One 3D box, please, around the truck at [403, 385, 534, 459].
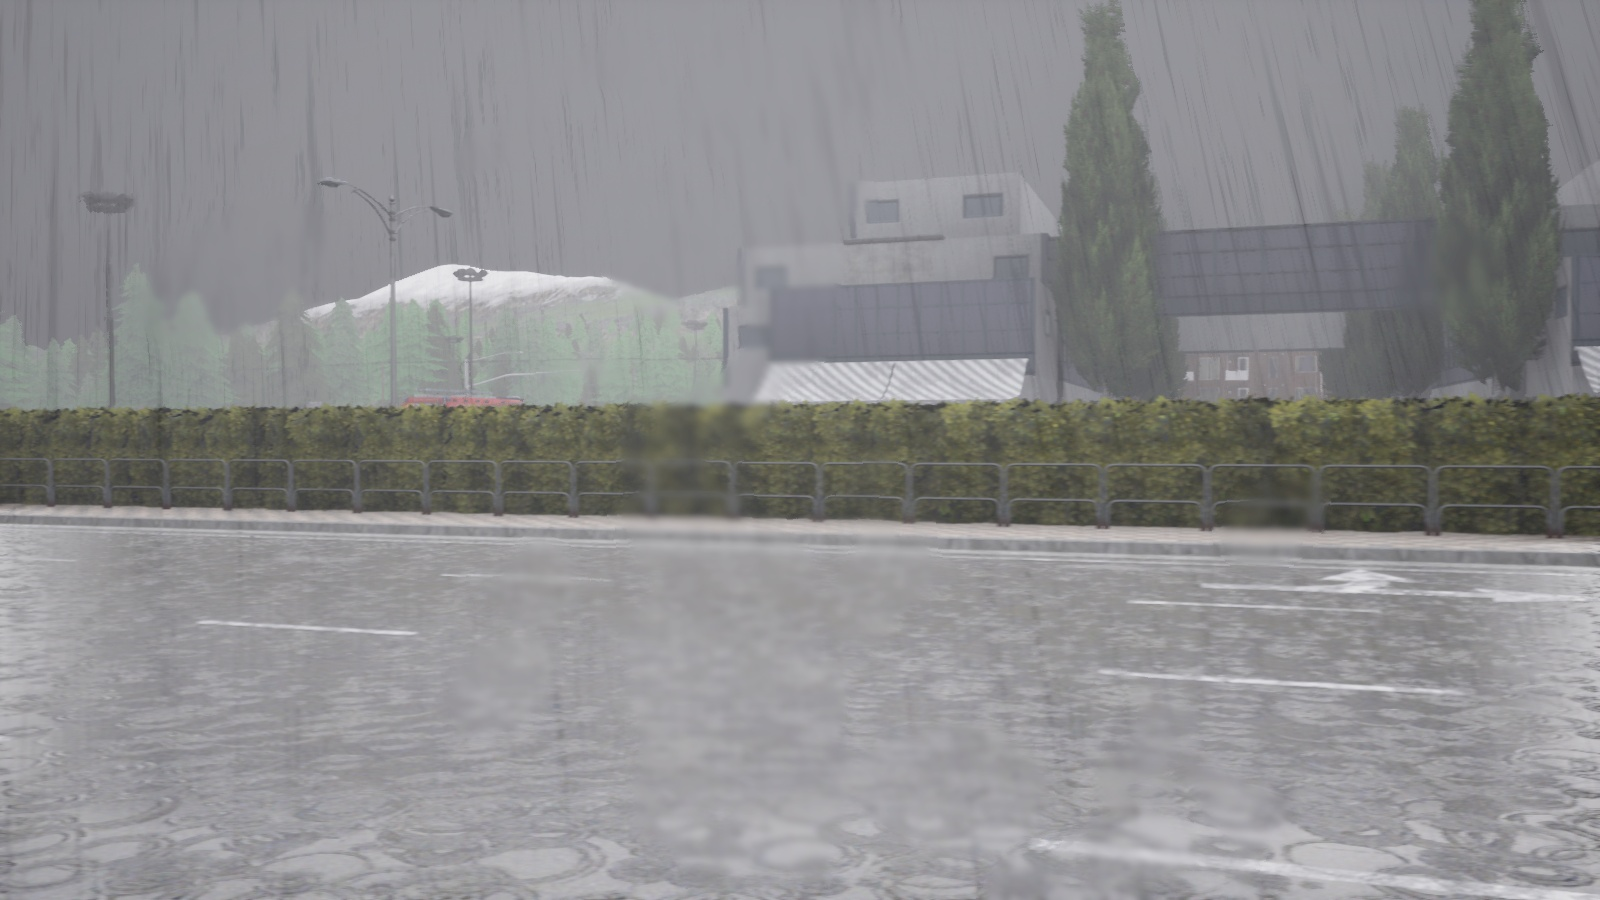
[{"bbox_3d":[-18.112,-1.516,69.314,2.891,3.827,8.468,1,1,18],"label":"truck"}]
